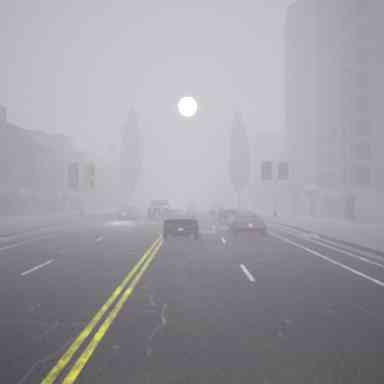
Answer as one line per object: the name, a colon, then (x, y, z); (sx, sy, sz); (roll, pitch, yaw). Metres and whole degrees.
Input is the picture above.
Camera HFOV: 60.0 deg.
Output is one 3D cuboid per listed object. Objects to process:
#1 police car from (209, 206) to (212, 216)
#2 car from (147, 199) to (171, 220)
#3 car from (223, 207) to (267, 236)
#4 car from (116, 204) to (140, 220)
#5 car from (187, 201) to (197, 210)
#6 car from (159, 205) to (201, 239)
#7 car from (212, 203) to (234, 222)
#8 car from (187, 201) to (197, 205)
police car: (3.240, 2.255, 42.459); (2.038, 1.542, 4.974); (0, -2, 0)
car: (-3.358, 1.781, 34.665); (2.150, 2.045, 5.566); (0, -1, 0)
car: (3.246, 1.844, 20.455); (1.994, 1.385, 4.181); (0, -1, 0)
car: (-6.608, 2.051, 34.647); (2.128, 1.511, 4.902); (0, -1, 0)
car: (-0.018, 3.003, 76.223); (2.150, 2.045, 5.566); (0, -2, 0)
car: (-0.517, 1.735, 19.029); (1.882, 1.535, 5.008); (0, -1, 1)
car: (3.243, 1.967, 31.458); (1.882, 1.535, 5.008); (0, -1, 0)
car: (0.054, 2.833, 60.975); (2.033, 1.411, 5.357); (0, -2, 0)
